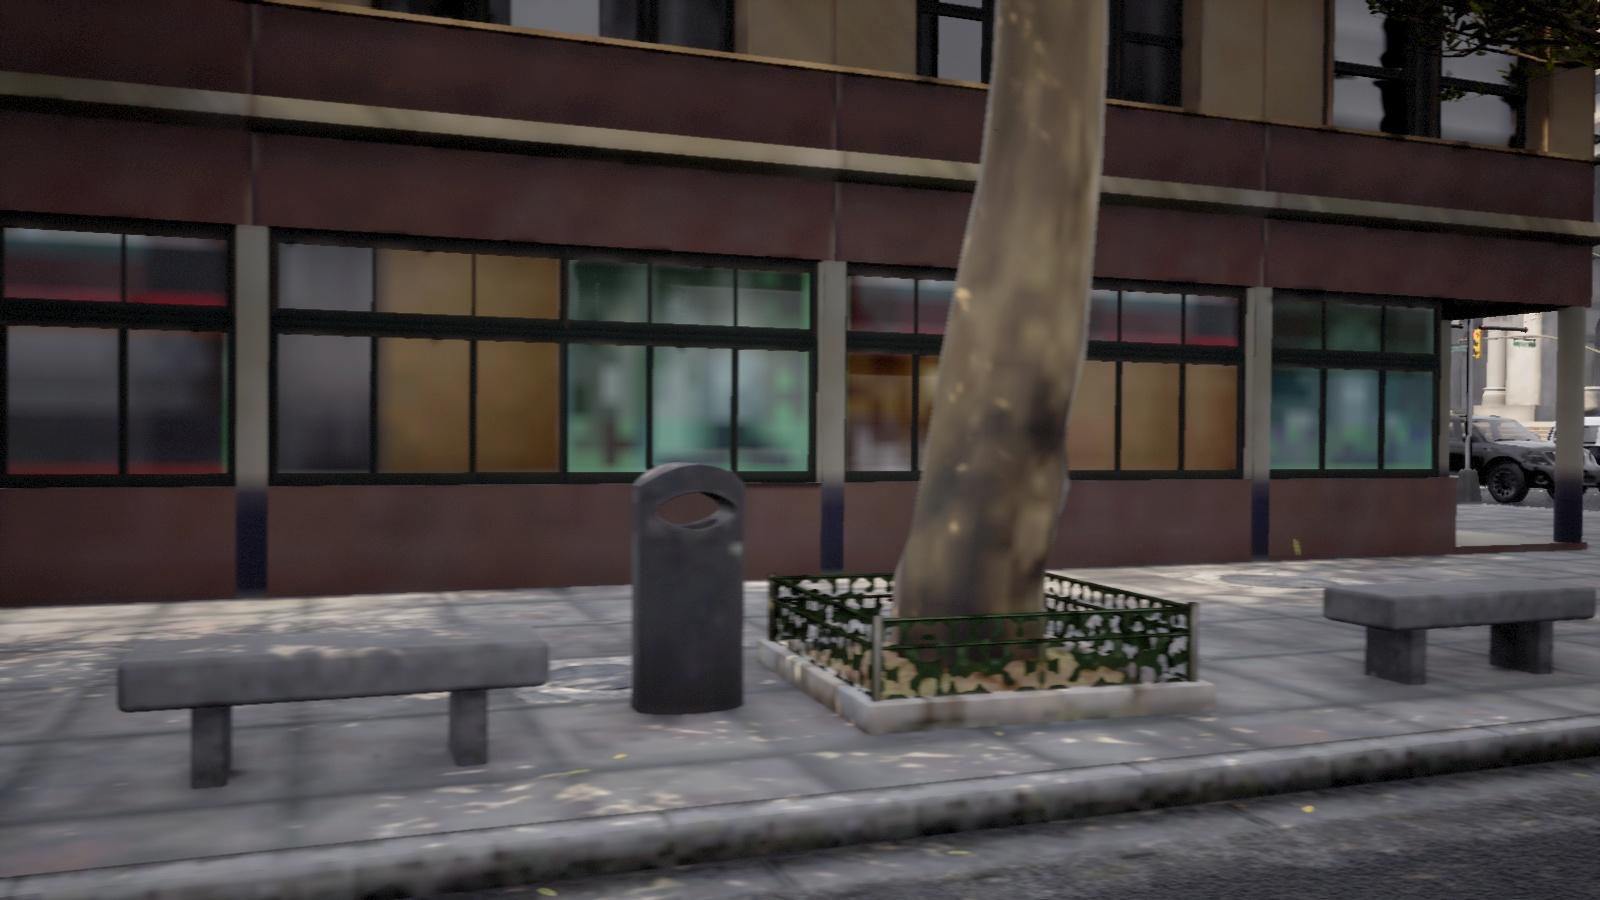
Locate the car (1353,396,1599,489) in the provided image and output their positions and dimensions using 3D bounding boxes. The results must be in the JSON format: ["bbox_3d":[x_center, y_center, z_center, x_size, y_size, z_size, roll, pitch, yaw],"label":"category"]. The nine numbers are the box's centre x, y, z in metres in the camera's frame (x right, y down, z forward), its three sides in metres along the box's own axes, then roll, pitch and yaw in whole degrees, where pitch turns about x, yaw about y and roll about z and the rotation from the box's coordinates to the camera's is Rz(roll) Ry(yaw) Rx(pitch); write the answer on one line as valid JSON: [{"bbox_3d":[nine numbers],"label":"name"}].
[{"bbox_3d":[16.391,-0.196,30.467,2.150,2.045,5.566,-1,1,-21],"label":"car"}]

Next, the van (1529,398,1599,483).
[{"bbox_3d":[20.257,-0.236,30.129,2.069,2.038,4.480,-1,1,-21],"label":"van"}]
